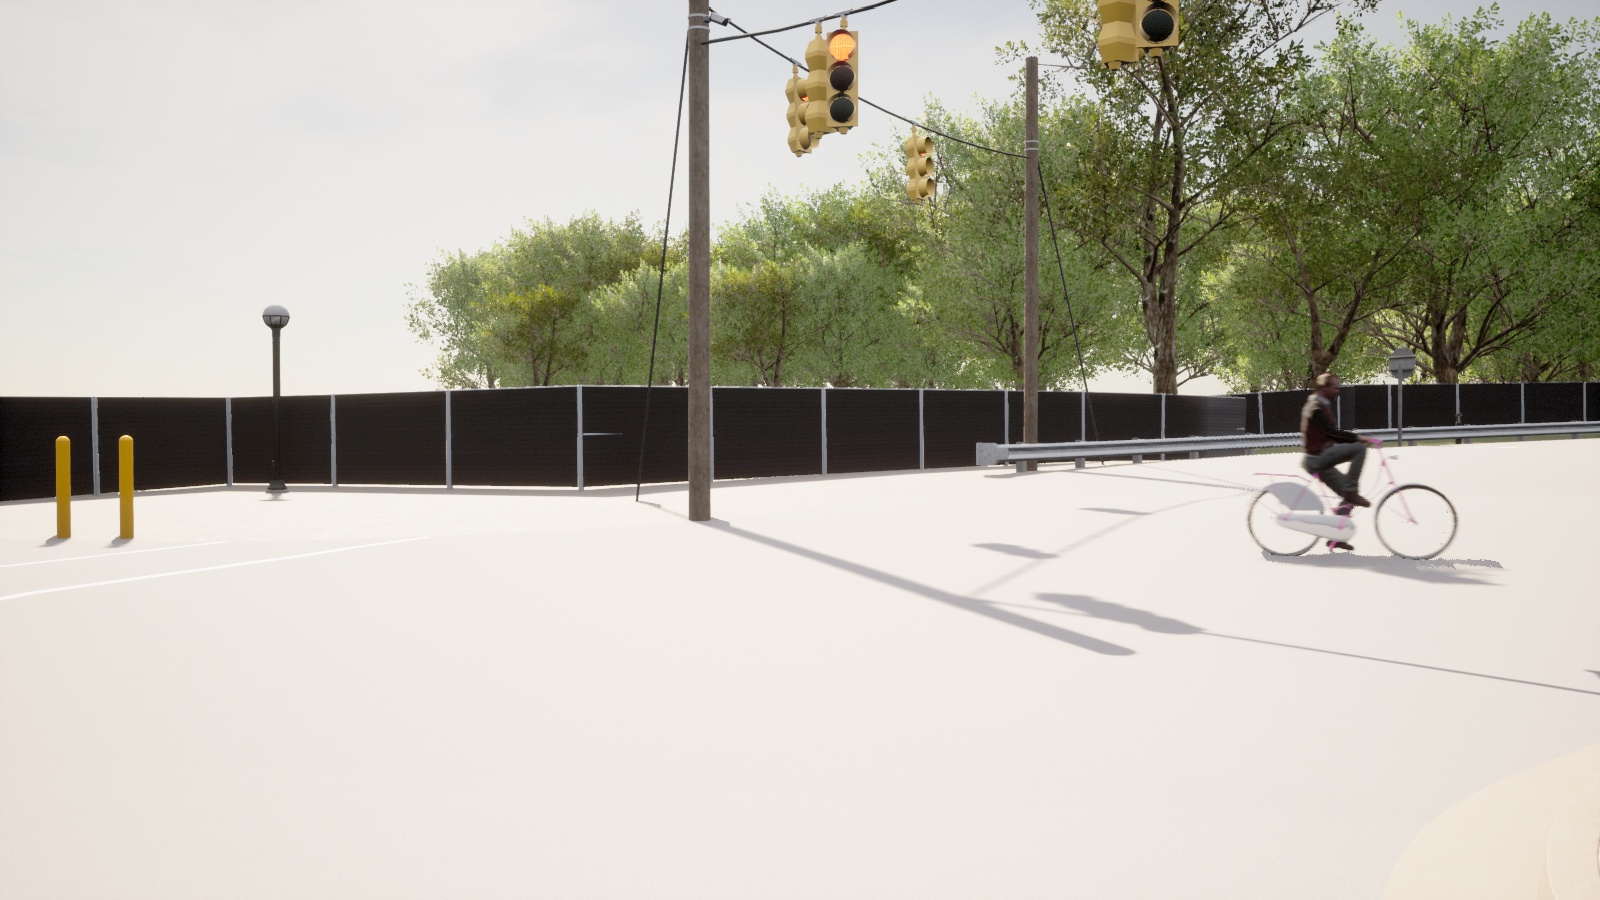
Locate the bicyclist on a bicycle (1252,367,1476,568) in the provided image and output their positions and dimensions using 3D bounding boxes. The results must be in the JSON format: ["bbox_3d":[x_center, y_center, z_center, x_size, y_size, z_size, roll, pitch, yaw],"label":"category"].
[{"bbox_3d":[5.274,0.163,11.798,1.843,1.776,0.659,-1,1,26],"label":"bicyclist on a bicycle"}]
